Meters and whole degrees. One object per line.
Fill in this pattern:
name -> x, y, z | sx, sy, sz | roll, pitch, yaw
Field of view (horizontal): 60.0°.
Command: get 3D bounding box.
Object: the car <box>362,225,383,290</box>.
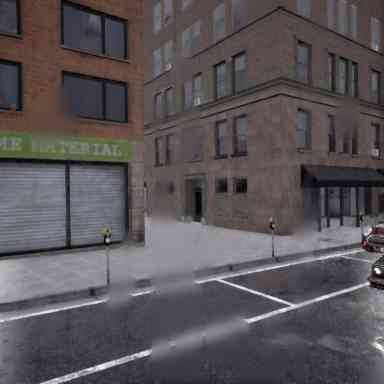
car -> 6.338, 1.546, 7.857 | 5.357, 1.411, 2.033 | 0, 0, -35

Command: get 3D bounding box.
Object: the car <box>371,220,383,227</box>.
car -> 8.138, 1.439, 12.410 | 4.097, 1.590, 1.967 | 0, -1, -35
